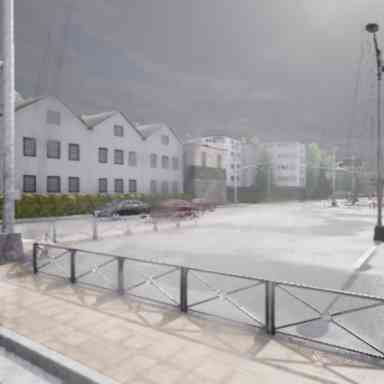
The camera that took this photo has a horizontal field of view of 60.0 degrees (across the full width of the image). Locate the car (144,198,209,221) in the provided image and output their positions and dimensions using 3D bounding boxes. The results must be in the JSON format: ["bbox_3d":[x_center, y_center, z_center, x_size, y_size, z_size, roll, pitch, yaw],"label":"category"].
[{"bbox_3d":[-1.062,1.308,25.340,1.882,1.535,5.008,0,0,36],"label":"car"}]

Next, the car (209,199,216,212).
[{"bbox_3d":[0.571,1.313,33.802,1.882,1.535,5.008,0,0,35],"label":"car"}]

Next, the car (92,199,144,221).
[{"bbox_3d":[-5.349,1.328,25.444,2.128,1.511,4.902,0,0,35],"label":"car"}]
